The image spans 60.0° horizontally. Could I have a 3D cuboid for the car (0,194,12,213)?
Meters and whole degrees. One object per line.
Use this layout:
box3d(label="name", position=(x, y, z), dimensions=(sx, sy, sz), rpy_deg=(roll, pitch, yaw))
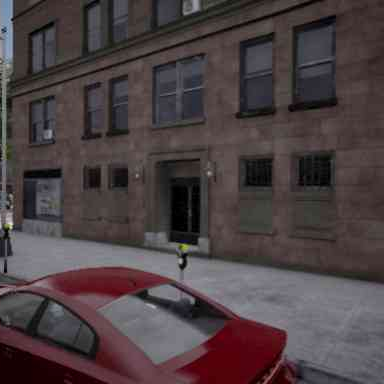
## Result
box3d(label="car", position=(-19.494, 1.238, 30.995), dimensions=(1.812, 1.442, 4.674), rpy_deg=(0, 1, 34))

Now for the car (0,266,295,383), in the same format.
box3d(label="car", position=(-1.206, 1.527, 3.670), dimensions=(4.507, 1.381, 1.887), rpy_deg=(0, 0, 36))

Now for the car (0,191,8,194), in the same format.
box3d(label="car", position=(-21.438, 0.908, 33.860), dimensions=(2.150, 2.045, 5.566), rpy_deg=(0, 0, 36))
